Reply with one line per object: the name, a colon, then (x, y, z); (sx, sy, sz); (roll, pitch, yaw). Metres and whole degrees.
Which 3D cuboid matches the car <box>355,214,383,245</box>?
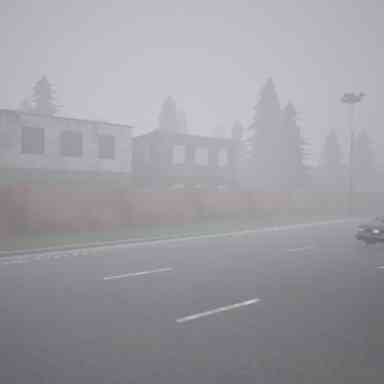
car: (9.396, 1.641, 14.752); (5.357, 1.411, 2.033); (0, 0, -36)
